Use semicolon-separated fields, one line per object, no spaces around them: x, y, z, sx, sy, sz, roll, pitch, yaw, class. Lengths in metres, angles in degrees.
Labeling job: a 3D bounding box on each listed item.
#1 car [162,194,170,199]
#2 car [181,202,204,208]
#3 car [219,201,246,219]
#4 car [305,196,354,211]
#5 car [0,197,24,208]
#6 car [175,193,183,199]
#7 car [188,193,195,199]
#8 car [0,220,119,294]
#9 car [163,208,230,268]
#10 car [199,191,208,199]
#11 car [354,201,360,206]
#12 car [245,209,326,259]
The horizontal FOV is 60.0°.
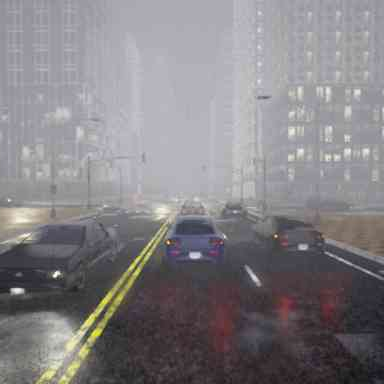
-6.660;1.159;87.209;2.033;1.411;5.357;0;0;0;car
0.053;1.494;26.859;1.895;1.301;4.718;0;0;0;car
3.302;1.453;27.401;1.994;1.385;4.181;0;0;0;car
16.129;1.366;39.978;5.009;1.841;2.192;0;1;1;car
-22.798;1.287;40.435;4.313;1.339;1.947;0;1;1;car
-3.410;1.096;87.214;1.882;1.535;5.008;0;0;0;car
-0.164;1.189;89.933;1.895;1.301;4.718;0;0;0;car
-3.366;1.515;9.073;2.033;1.411;5.357;0;0;0;car
0.079;1.484;11.002;1.812;1.442;4.674;0;0;0;car
3.087;0.802;89.521;2.150;2.045;5.566;0;0;0;car
21.723;1.458;48.275;4.829;1.417;1.752;0;1;1;car
3.326;1.479;12.201;1.812;1.442;4.674;0;0;0;car
